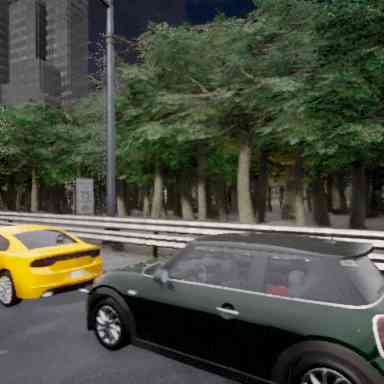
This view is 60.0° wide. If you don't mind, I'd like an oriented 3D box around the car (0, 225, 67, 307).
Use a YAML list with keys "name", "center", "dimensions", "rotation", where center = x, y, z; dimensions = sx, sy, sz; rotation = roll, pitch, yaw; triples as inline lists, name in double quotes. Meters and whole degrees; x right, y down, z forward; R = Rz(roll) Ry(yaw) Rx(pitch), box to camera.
- name: "car"
  center: [-4.382, 1.566, 8.292]
  dimensions: [5.008, 1.535, 1.882]
  rotation: [-1, 0, 36]

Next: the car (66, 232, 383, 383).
- name: "car"
  center: [0.521, 1.377, 4.786]
  dimensions: [4.553, 1.767, 2.097]
  rotation: [-1, 0, 36]
